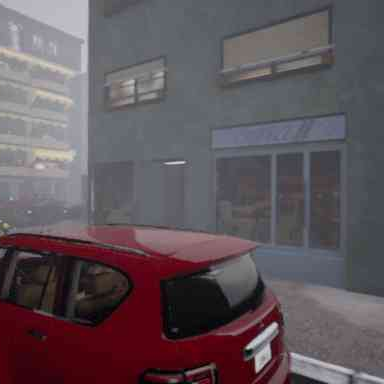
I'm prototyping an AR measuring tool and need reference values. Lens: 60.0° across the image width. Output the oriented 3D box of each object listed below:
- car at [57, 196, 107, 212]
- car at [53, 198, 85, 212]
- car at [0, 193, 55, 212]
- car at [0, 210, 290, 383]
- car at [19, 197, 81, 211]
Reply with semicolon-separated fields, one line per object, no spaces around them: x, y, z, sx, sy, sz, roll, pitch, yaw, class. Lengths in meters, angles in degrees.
-11.035;1.160;33.633;1.887;1.381;4.507;2;2;35;car
-7.400;1.333;24.228;1.947;1.339;4.313;2;2;35;car
-14.233;1.011;29.068;2.192;1.841;5.009;2;2;35;car
-1.416;1.312;3.873;5.009;1.841;2.192;0;0;35;car
-10.128;1.325;24.797;1.994;1.385;4.181;1;1;34;car
